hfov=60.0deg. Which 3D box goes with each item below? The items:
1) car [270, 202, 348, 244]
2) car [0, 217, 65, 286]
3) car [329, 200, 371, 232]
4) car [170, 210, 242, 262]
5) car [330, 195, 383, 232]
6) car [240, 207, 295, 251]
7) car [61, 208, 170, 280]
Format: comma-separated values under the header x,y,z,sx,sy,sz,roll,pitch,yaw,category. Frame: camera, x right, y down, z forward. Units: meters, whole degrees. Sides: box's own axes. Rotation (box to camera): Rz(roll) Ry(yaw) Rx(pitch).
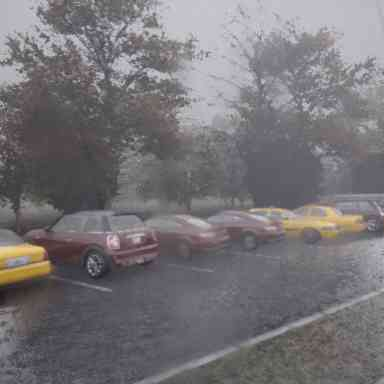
x,y,z,sx,sy,sz,roll,pitch,yaw,category
4.028,1.408,15.381,5.366,1.575,1.946,-1,-1,33,car
-5.811,1.502,8.541,5.366,1.575,1.946,-1,0,35,car
6.070,1.392,17.371,5.366,1.575,1.946,-1,0,33,car
-0.869,1.498,11.926,4.674,1.452,2.002,-1,0,34,car
8.598,1.244,19.060,4.553,1.767,2.185,-1,0,32,car
1.506,1.476,13.694,4.674,1.452,2.002,-1,0,33,car
-3.236,1.354,10.158,4.553,1.767,2.185,-1,0,34,car
